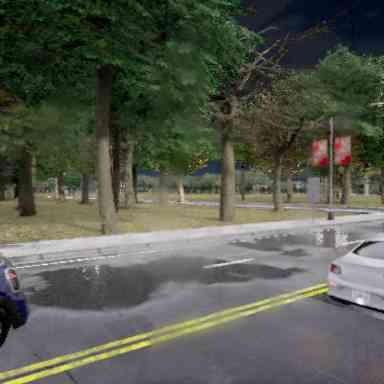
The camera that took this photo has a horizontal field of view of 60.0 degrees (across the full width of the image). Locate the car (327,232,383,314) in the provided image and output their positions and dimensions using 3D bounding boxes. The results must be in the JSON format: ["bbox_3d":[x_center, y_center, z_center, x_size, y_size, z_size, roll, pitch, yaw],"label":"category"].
[{"bbox_3d":[4.605,1.503,6.722,4.674,1.442,1.812,0,0,-36],"label":"car"}]

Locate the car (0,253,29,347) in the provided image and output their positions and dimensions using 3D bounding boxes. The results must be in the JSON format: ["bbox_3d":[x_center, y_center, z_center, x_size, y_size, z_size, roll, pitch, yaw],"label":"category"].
[{"bbox_3d":[-4.726,1.357,4.303,4.553,1.767,2.097,0,0,-35],"label":"car"}]
